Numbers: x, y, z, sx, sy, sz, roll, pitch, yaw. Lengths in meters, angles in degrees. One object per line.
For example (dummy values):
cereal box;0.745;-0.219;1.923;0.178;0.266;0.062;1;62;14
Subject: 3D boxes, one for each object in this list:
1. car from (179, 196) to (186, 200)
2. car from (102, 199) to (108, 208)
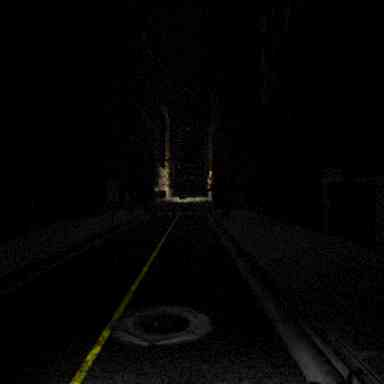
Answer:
car;-2.743;1.727;94.802;1.895;1.301;4.718;0;0;0
car;-14.530;1.647;48.782;4.313;1.339;1.947;0;0;0
